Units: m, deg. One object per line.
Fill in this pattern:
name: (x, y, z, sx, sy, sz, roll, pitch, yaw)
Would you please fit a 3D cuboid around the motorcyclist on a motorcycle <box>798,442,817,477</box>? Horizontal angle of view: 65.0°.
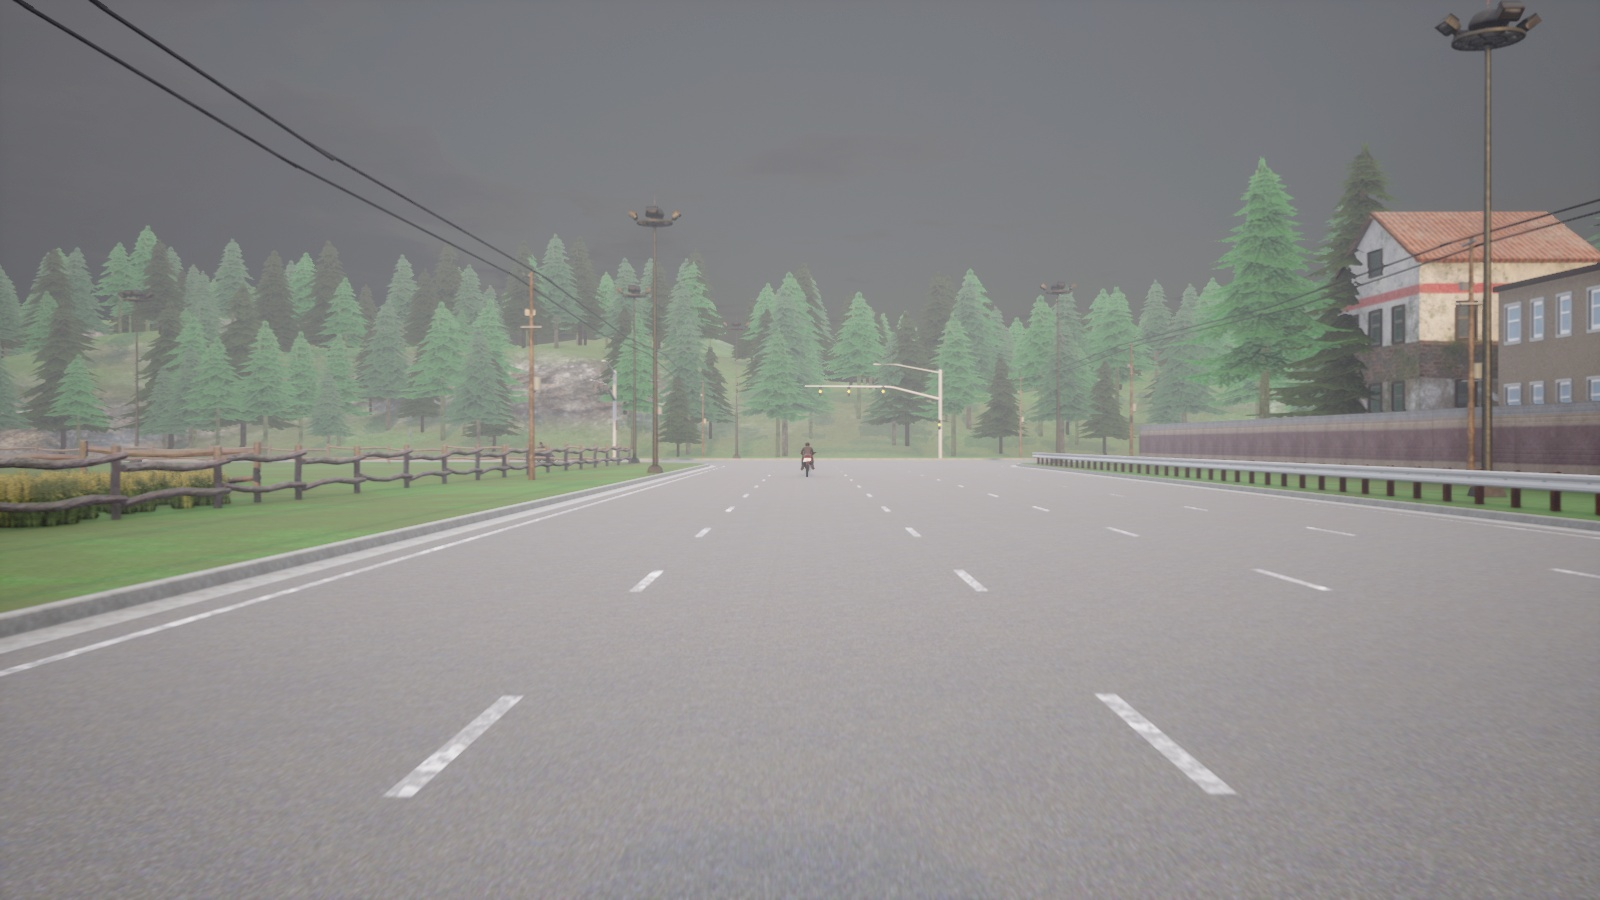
motorcyclist on a motorcycle: (0.330, 0.418, 55.204, 0.797, 1.523, 2.044, 0, 0, 0)
